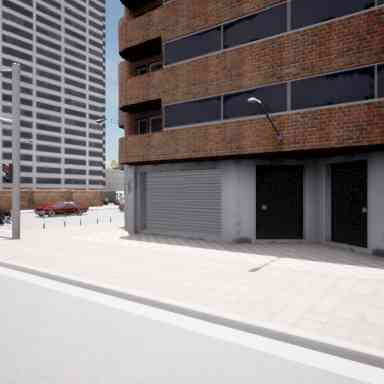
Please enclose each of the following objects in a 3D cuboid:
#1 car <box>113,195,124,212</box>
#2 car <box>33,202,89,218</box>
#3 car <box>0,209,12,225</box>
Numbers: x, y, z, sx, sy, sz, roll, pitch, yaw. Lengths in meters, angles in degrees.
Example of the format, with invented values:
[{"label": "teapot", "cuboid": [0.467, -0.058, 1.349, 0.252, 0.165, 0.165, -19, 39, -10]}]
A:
[{"label": "car", "cuboid": [-6.398, 1.478, 39.046, 1.882, 1.535, 5.008, 0, 0, 35]}, {"label": "car", "cuboid": [-12.113, 1.601, 30.943, 1.895, 1.301, 4.718, 0, 0, 35]}, {"label": "car", "cuboid": [-14.059, 1.505, 21.742, 1.837, 1.490, 4.892, 0, 0, 35]}]
